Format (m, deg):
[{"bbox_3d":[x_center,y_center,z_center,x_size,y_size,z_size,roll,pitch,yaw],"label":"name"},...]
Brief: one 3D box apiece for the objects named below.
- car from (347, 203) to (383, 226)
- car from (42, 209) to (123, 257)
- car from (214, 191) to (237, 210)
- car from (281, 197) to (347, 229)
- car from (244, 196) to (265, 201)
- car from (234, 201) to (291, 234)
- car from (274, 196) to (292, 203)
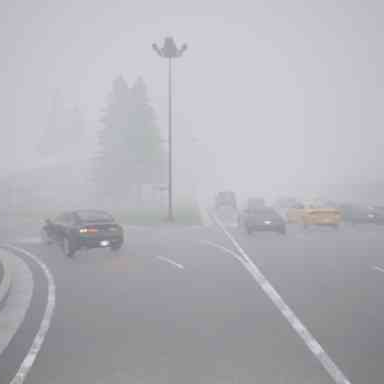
[{"bbox_3d":[10.689,1.391,21.890,1.994,1.385,4.181,0,0,0],"label":"car"},{"bbox_3d":[-4.289,1.411,12.713,1.837,1.490,4.892,1,-1,-37],"label":"car"},{"bbox_3d":[3.747,0.936,37.681,2.150,2.045,5.566,0,0,0],"label":"car"},{"bbox_3d":[7.182,1.320,20.203,1.882,1.535,5.008,0,0,0],"label":"car"},{"bbox_3d":[7.251,1.210,38.577,1.837,1.490,4.892,0,0,0],"label":"car"},{"bbox_3d":[3.674,1.425,18.105,1.994,1.385,4.181,0,0,0],"label":"car"},{"bbox_3d":[10.751,1.195,38.442,2.128,1.511,4.902,0,0,0],"label":"car"}]
